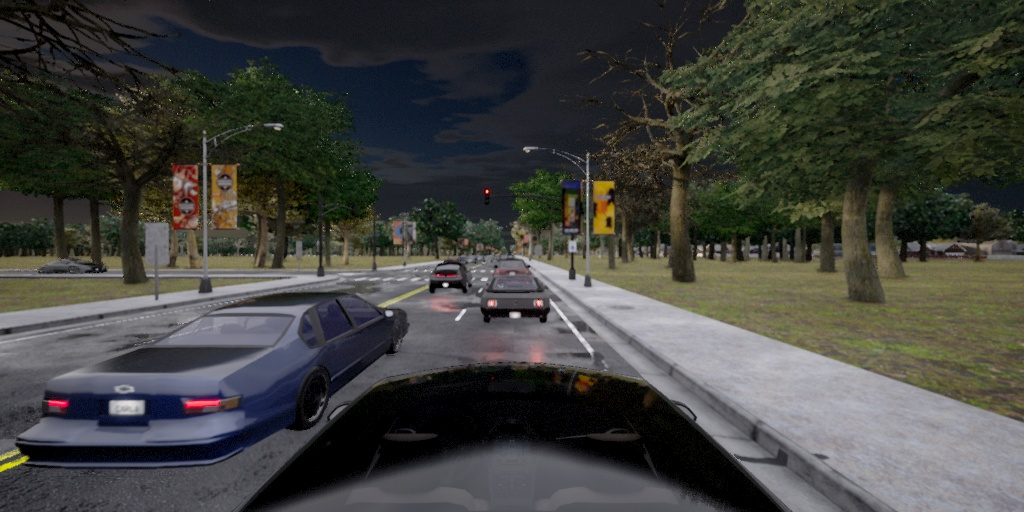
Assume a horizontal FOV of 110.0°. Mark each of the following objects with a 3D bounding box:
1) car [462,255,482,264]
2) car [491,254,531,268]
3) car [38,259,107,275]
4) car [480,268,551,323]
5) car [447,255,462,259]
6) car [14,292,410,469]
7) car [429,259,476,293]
[{"bbox_3d":[-6.695,0.664,59.472,2.128,1.511,4.902,0,1,0],"label":"car"},{"bbox_3d":[0.024,0.907,20.615,2.097,1.767,4.553,0,1,0],"label":"car"},{"bbox_3d":[-37.921,0.978,31.042,4.181,1.385,1.994,0,1,0],"label":"car"},{"bbox_3d":[0.085,1.248,11.633,1.895,1.301,4.718,0,1,0],"label":"car"},{"bbox_3d":[-9.947,0.783,58.498,1.895,1.301,4.718,0,1,0],"label":"car"},{"bbox_3d":[-3.149,1.259,5.440,2.033,1.411,5.357,0,1,0],"label":"car"},{"bbox_3d":[-3.163,1.076,19.098,1.837,1.490,4.892,0,1,-2],"label":"car"}]
